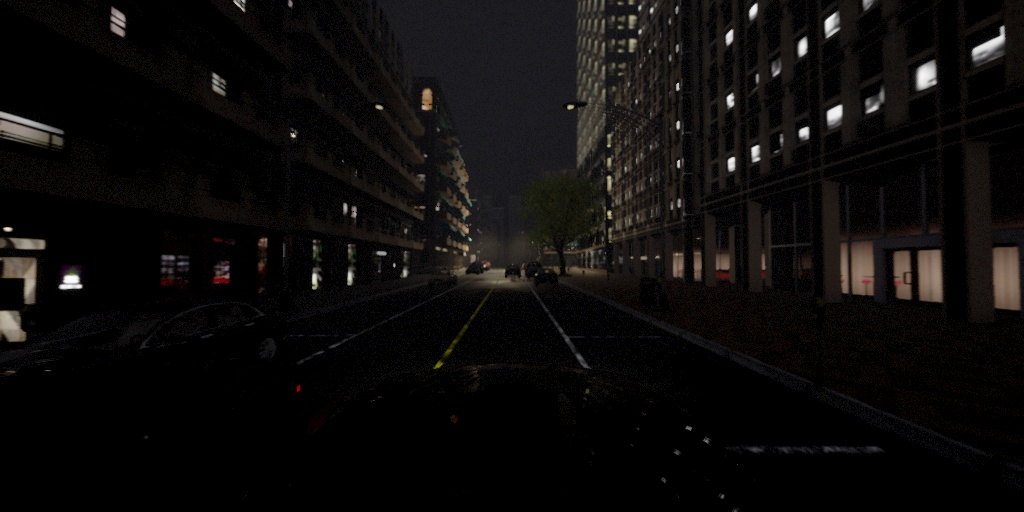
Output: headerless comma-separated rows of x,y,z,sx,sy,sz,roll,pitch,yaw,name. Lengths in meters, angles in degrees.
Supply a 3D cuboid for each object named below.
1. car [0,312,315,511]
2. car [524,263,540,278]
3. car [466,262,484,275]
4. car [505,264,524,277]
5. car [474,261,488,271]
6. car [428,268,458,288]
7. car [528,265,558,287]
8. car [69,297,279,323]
-2.849,1.290,1.124,2.033,1.411,5.357,0,-1,0,car
2.576,1.775,39.103,1.888,1.381,4.507,0,0,0,car
-5.441,1.945,50.480,1.948,1.339,4.313,0,0,0,car
0.111,1.783,43.863,2.128,1.511,4.902,0,-1,0,car
-5.440,1.769,56.126,2.192,1.841,5.009,0,0,0,car
-5.276,1.611,27.726,1.751,1.417,4.829,0,0,0,car
2.572,1.634,27.801,2.007,1.370,4.403,0,0,0,car
-5.287,1.346,5.312,2.007,1.370,4.403,0,0,0,car
